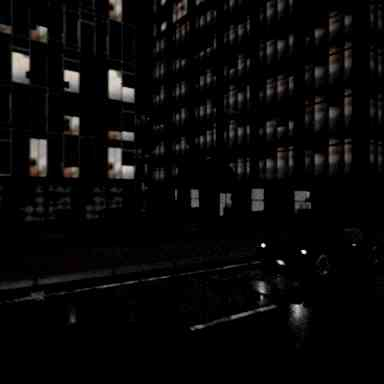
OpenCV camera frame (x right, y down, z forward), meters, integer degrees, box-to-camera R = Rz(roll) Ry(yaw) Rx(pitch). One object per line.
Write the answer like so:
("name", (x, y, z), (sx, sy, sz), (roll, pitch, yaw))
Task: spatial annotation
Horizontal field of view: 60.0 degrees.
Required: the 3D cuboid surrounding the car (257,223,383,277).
("car", (4.331, 1.726, 10.765), (4.718, 1.301, 1.895), (1, -1, -35))
